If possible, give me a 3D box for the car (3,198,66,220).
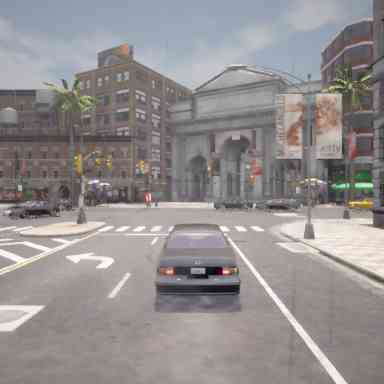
[{"bbox_3d":[-13.644,1.491,28.545,2.128,1.511,4.902,0,0,23],"label":"car"}]

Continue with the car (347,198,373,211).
[{"bbox_3d":[21.639,1.477,41.060,5.008,1.535,1.882,0,0,1],"label":"car"}]

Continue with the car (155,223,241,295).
[{"bbox_3d":[0.118,1.547,8.840,2.033,1.411,5.357,0,0,0],"label":"car"}]

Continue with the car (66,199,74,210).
[{"bbox_3d":[-17.291,1.505,41.487,4.892,1.490,1.837,0,0,1],"label":"car"}]

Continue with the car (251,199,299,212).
[{"bbox_3d":[9.607,1.493,37.682,4.902,1.511,2.128,0,0,0],"label":"car"}]

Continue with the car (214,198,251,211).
[{"bbox_3d":[5.126,1.505,41.253,4.892,1.490,1.837,0,0,1],"label":"car"}]
